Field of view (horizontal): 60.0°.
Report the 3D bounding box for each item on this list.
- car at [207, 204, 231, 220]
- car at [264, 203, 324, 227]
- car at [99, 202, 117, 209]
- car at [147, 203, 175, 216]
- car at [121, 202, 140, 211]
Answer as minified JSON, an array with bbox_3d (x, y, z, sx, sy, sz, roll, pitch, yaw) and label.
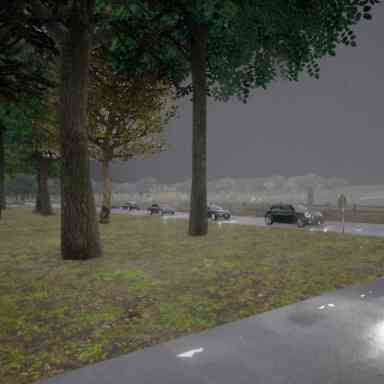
[{"bbox_3d":[1.953,2.026,34.069,1.837,1.490,4.892,-1,0,-35],"label":"car"},{"bbox_3d":[7.820,1.686,25.698,2.097,1.767,4.553,-1,0,-35],"label":"car"},{"bbox_3d":[-16.586,2.650,65.620,2.033,1.411,5.357,-1,0,-35],"label":"car"},{"bbox_3d":[-3.995,2.211,42.563,1.837,1.490,4.892,-1,0,-35],"label":"car"},{"bbox_3d":[-10.638,2.432,57.146,1.837,1.490,4.892,-1,0,-35],"label":"car"}]
